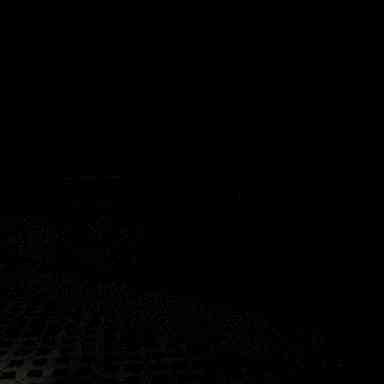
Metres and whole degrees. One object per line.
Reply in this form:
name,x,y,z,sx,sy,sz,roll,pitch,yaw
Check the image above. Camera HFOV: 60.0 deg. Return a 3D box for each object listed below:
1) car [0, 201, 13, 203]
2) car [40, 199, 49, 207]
car,-18.018,1.536,32.304,1.994,1.385,4.181,0,0,4
car,-20.209,1.603,46.180,1.895,1.301,4.718,0,0,2
